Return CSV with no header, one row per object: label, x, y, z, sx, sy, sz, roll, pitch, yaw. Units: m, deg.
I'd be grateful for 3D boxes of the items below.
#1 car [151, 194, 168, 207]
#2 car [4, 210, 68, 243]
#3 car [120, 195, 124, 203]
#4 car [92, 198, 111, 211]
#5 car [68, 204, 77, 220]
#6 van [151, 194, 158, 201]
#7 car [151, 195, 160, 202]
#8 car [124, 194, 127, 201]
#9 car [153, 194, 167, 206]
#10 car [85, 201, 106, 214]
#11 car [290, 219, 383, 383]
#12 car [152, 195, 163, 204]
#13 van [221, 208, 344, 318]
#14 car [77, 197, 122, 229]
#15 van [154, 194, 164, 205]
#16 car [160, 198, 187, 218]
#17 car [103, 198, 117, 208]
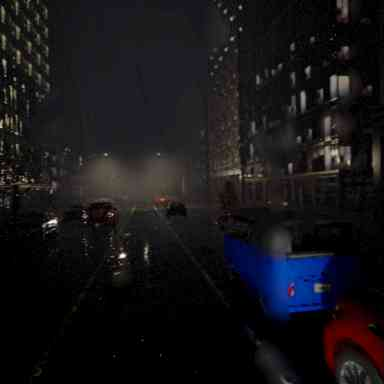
car,-4.748,1.352,52.107,2.192,1.841,5.009,-2,0,-8
car,-8.116,1.727,17.155,2.008,1.369,4.403,-2,0,-8
car,-15.487,1.844,67.774,1.947,1.339,4.313,-2,0,-8
car,-12.215,1.674,45.276,1.967,1.590,4.097,-2,0,-8
car,-9.754,1.750,28.403,2.008,1.369,4.403,-2,0,-8
van,-9.661,1.443,85.853,1.690,1.788,3.998,-2,0,-8
car,-8.839,1.532,80.229,1.967,1.590,4.097,-2,0,-8
car,-17.125,1.851,79.022,2.008,1.369,4.403,-2,0,-8
car,-5.567,1.363,57.732,2.192,1.841,5.009,-2,0,-8
car,-11.391,1.804,39.652,1.802,1.307,4.206,-2,0,-8
car,2.623,1.247,1.488,2.192,1.841,5.009,-2,0,-8
car,-7.200,1.510,68.981,1.967,1.590,4.097,-2,0,-8
van,1.805,1.285,7.113,1.690,1.788,3.998,-2,0,-8
car,-6.240,1.472,22.959,2.097,1.767,4.553,-1,0,-8
van,-6.384,1.400,63.356,1.690,1.788,3.998,-2,0,-8
car,-1.463,1.542,29.610,2.008,1.369,4.403,-2,0,-8
car,-13.825,1.781,56.357,1.752,1.417,4.829,-2,0,-8
